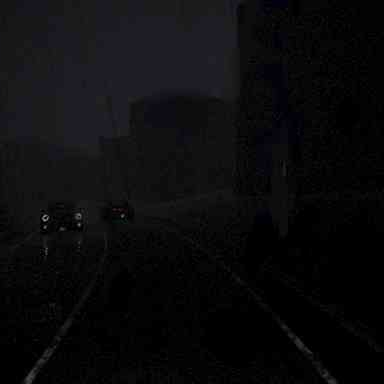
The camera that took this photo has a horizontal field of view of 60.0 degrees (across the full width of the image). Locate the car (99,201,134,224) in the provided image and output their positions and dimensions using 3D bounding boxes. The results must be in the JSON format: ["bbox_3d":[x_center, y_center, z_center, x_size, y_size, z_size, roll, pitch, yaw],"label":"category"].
[{"bbox_3d":[-5.534,1.384,24.150,2.128,1.511,4.902,-2,0,-23],"label":"car"}]

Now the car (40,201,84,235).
[{"bbox_3d":[-7.325,1.299,18.808,2.097,1.767,4.553,-1,0,-21],"label":"car"}]

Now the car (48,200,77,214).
[{"bbox_3d":[-15.540,1.774,39.736,1.812,1.442,4.674,-3,0,-40],"label":"car"}]
